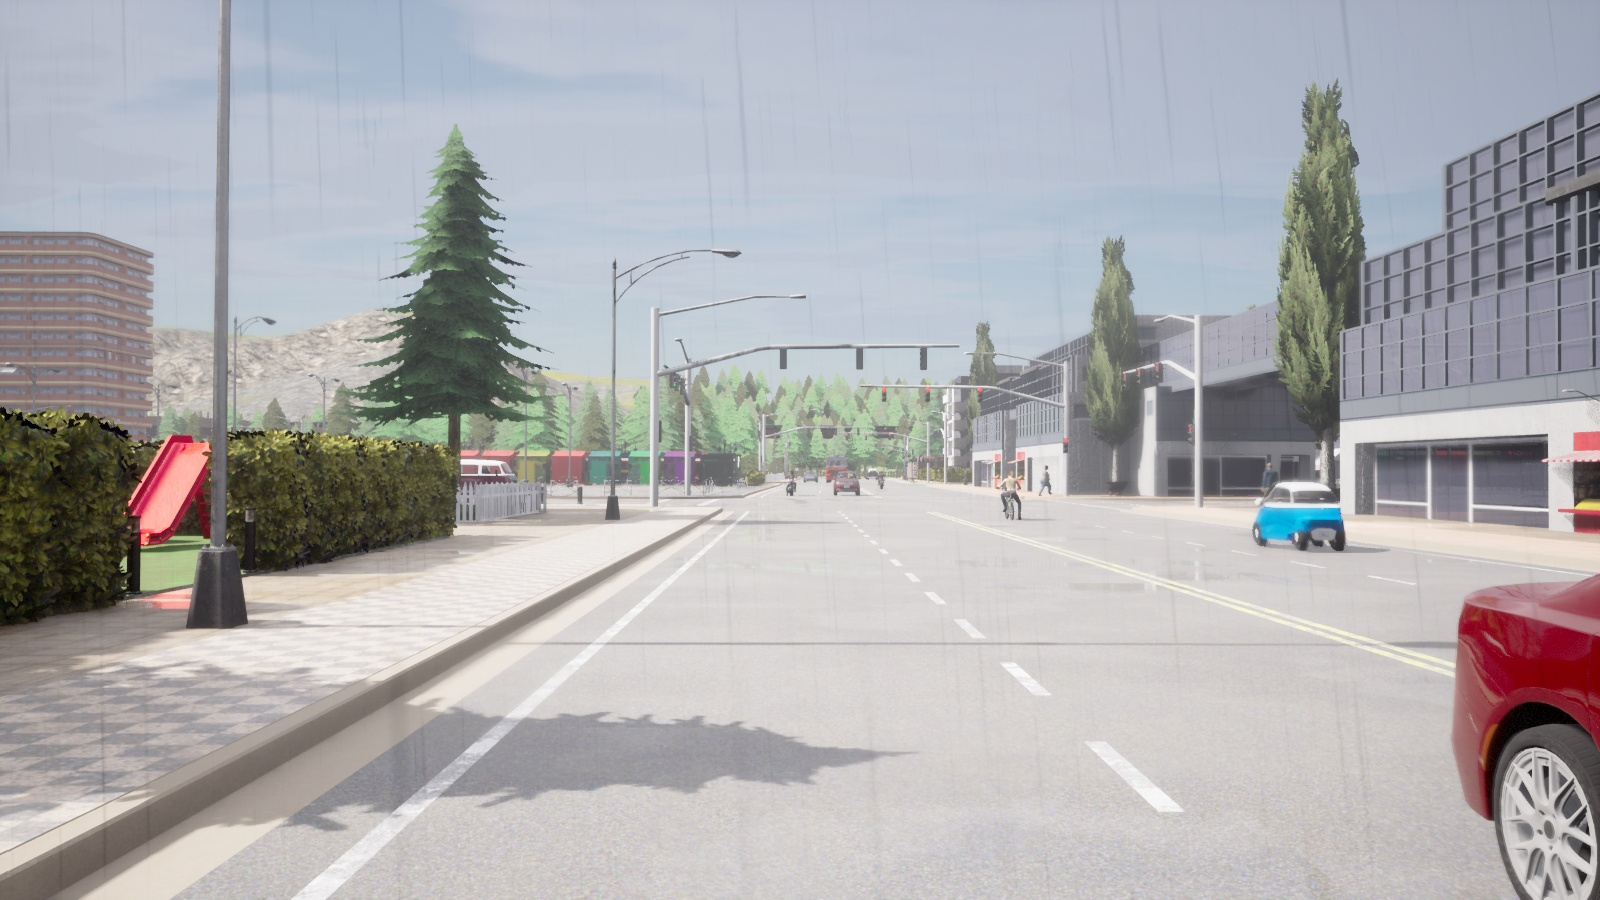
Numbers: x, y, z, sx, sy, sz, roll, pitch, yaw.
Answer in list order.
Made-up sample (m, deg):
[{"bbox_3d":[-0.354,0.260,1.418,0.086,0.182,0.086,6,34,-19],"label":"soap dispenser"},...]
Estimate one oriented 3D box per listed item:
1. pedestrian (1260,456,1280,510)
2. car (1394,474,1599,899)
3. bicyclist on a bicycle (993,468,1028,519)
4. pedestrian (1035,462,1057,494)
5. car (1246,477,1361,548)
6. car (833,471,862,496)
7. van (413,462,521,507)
[{"bbox_3d":[16.169,1.133,43.232,0.402,1.842,0.726,0,-1,0],"label":"pedestrian"},{"bbox_3d":[3.484,0.826,2.846,1.882,1.535,5.008,0,-1,0],"label":"car"},{"bbox_3d":[6.817,1.407,40.777,0.866,1.612,1.509,0,-1,0],"label":"bicyclist on a bicycle"},{"bbox_3d":[14.268,1.636,72.850,0.900,1.855,0.874,0,-1,-15],"label":"pedestrian"},{"bbox_3d":[10.386,1.264,26.046,1.481,1.376,2.207,0,-1,0],"label":"car"},{"bbox_3d":[3.028,2.141,81.198,1.789,1.549,3.705,0,-1,1],"label":"car"},{"bbox_3d":[-15.426,1.577,58.372,4.480,2.038,2.069,0,-1,0],"label":"van"}]
